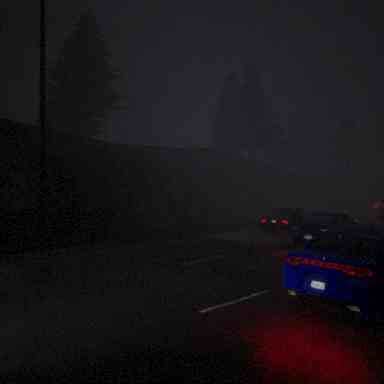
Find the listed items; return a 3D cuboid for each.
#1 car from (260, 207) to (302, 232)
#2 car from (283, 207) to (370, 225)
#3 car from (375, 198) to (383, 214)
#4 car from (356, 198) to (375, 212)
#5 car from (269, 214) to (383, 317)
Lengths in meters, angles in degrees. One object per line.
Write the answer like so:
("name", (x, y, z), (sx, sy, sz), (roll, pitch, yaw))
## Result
("car", (5.950, 1.615, 19.645), (2.033, 1.411, 5.357), (0, 0, 39))
("car", (5.995, 1.573, 14.487), (1.812, 1.442, 4.674), (0, 0, 42))
("car", (17.966, 1.305, 29.027), (2.150, 2.045, 5.566), (0, 0, 39))
("car", (19.827, 1.462, 36.979), (2.097, 1.767, 4.553), (0, 0, 39))
("car", (4.072, 1.501, 7.547), (5.008, 1.535, 1.882), (0, 0, -42))
